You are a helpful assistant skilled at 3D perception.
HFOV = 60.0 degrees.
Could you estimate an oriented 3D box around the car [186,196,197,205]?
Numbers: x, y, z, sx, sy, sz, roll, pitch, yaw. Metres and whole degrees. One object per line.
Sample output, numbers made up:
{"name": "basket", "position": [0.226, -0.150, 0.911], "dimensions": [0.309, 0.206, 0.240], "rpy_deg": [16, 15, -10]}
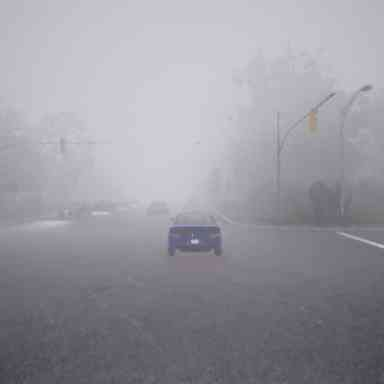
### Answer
{"name": "car", "position": [-0.009, 1.623, 60.664], "dimensions": [2.033, 1.411, 5.357], "rpy_deg": [0, 0, 0]}

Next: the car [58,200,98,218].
{"name": "car", "position": [-10.590, 1.529, 30.506], "dimensions": [2.128, 1.511, 4.902], "rpy_deg": [0, 0, 0]}

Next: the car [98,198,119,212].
{"name": "car", "position": [-10.532, 1.613, 39.857], "dimensions": [1.994, 1.385, 4.181], "rpy_deg": [0, 0, 2]}

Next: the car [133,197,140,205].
{"name": "car", "position": [-10.509, 1.638, 59.488], "dimensions": [1.994, 1.385, 4.181], "rpy_deg": [0, 0, 0]}

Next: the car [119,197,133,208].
{"name": "car", "position": [-10.508, 1.587, 49.461], "dimensions": [1.812, 1.442, 4.674], "rpy_deg": [0, 0, 0]}

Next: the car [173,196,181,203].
{"name": "car", "position": [-3.511, 1.643, 72.647], "dimensions": [1.994, 1.385, 4.181], "rpy_deg": [0, 0, 0]}

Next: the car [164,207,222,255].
{"name": "car", "position": [0.097, 1.494, 13.466], "dimensions": [1.882, 1.535, 5.008], "rpy_deg": [0, 0, 0]}

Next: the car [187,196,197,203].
{"name": "car", "position": [-0.011, 1.511, 71.083], "dimensions": [2.033, 1.411, 5.357], "rpy_deg": [0, 0, 0]}

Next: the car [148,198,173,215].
{"name": "car", "position": [-3.405, 1.607, 34.574], "dimensions": [1.994, 1.385, 4.181], "rpy_deg": [0, 0, 0]}
